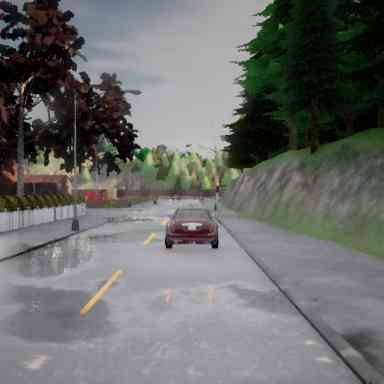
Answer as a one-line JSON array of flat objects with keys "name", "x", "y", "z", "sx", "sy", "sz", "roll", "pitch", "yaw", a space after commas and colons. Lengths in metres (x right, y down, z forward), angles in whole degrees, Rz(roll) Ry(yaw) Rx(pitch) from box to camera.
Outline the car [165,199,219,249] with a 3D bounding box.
[{"name": "car", "x": 0.000, "y": 1.363, "z": 14.620, "sx": 2.097, "sy": 1.767, "sz": 4.553, "roll": 0, "pitch": 0, "yaw": 0}]

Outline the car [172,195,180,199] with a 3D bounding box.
[{"name": "car", "x": -4.000, "y": 1.489, "z": 83.988, "sx": 2.128, "sy": 1.511, "sz": 4.902, "roll": 0, "pitch": 0, "yaw": 0}]
